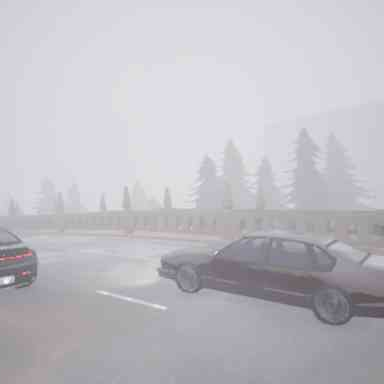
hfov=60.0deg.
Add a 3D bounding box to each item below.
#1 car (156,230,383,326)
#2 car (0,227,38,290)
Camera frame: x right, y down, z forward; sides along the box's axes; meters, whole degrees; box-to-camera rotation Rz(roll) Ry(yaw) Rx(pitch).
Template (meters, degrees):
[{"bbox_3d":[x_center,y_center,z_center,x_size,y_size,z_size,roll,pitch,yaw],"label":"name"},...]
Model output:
[{"bbox_3d":[1.763,1.536,7.040,5.357,1.411,2.033,0,0,36],"label":"car"},{"bbox_3d":[-5.647,1.562,8.020,4.892,1.490,1.837,-2,-1,35],"label":"car"}]
